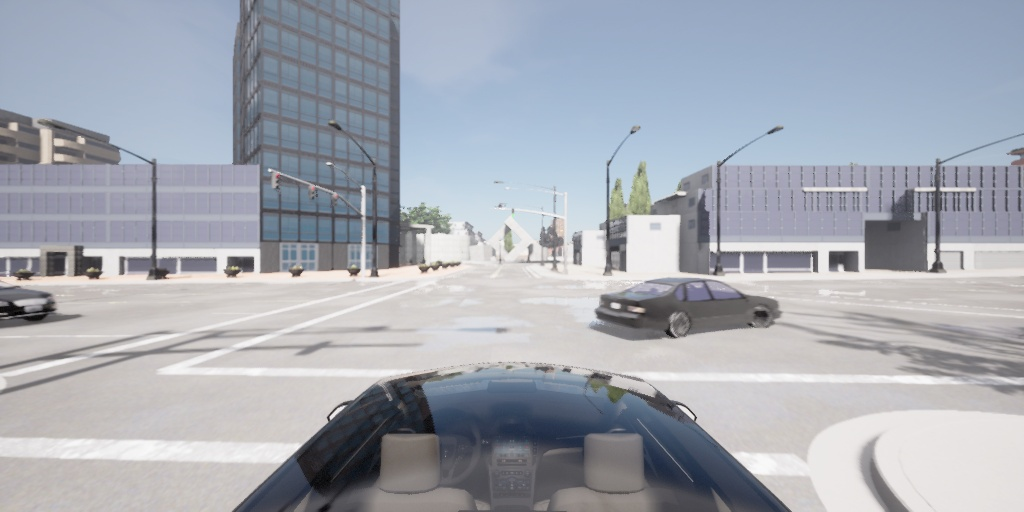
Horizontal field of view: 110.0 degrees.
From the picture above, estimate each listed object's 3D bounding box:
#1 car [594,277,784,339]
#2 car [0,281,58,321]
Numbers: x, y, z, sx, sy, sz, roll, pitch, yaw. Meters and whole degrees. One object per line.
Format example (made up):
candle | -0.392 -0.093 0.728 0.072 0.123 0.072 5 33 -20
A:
car | 4.935 1.291 9.935 5.357 1.411 2.033 0 0 -22
car | -16.691 1.324 10.658 4.902 1.511 2.128 -1 0 0
